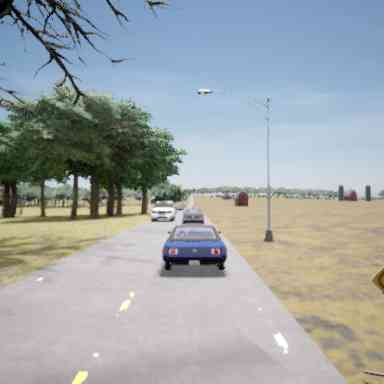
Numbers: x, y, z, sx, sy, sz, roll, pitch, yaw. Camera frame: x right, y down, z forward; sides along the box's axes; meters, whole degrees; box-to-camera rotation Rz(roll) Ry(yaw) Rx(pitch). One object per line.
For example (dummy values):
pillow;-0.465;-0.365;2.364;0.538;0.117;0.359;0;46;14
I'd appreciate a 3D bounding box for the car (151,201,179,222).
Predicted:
car;-2.840;1.952;33.825;2.150;2.045;5.566;0;-2;0

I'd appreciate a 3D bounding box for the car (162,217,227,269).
car;0.086;1.773;11.702;1.895;1.301;4.718;0;-1;0

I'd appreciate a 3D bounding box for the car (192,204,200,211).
car;0.981;3.967;83.306;2.097;1.767;4.553;0;-3;0

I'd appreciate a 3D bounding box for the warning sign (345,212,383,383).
warning sign;2.447;1.152;3.347;1.300;1.860;1.060;0;-1;0

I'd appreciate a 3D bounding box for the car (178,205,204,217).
car;0.103;2.137;28.770;2.033;1.411;5.357;0;-2;0
